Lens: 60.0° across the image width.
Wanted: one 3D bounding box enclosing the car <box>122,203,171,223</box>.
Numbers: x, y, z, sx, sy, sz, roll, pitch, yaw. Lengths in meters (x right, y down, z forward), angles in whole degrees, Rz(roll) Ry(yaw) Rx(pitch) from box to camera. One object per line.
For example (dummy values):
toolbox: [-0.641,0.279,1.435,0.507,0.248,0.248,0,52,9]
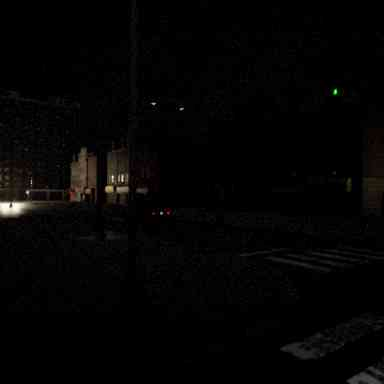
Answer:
car: [-3.689,1.610,26.430,2.033,1.411,5.357,1,0,-35]
